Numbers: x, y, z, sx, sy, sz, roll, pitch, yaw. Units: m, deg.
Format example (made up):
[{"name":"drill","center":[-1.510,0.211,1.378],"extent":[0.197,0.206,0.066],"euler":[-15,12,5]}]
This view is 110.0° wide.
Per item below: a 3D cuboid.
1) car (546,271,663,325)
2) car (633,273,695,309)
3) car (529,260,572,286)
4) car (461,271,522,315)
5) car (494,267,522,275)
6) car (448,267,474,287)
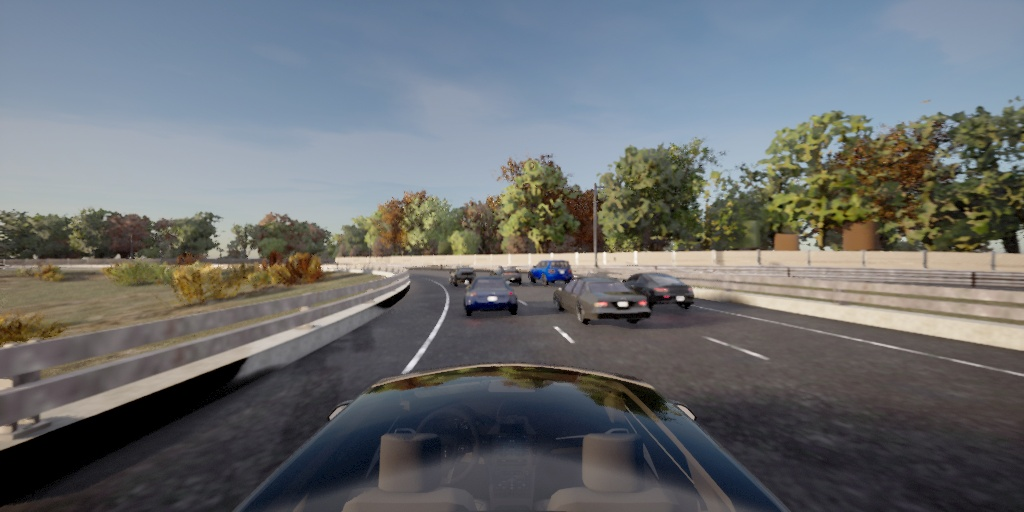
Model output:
[{"name":"car","center":[2.842,1.433,12.541],"extent":[2.033,1.411,5.357],"euler":[0,-1,-6]},{"name":"car","center":[5.960,1.439,15.641],"extent":[1.812,1.442,4.674],"euler":[0,-1,-8]},{"name":"car","center":[3.140,1.344,29.787],"extent":[2.150,2.045,5.566],"euler":[0,-1,-15]},{"name":"car","center":[-0.963,1.496,14.621],"extent":[1.994,1.385,4.181],"euler":[0,-1,-8]},{"name":"car","center":[-0.599,1.633,30.086],"extent":[2.128,1.511,4.902],"euler":[0,-1,-16]},{"name":"car","center":[-4.012,1.653,29.314],"extent":[1.837,1.490,4.892],"euler":[0,0,-16]}]
